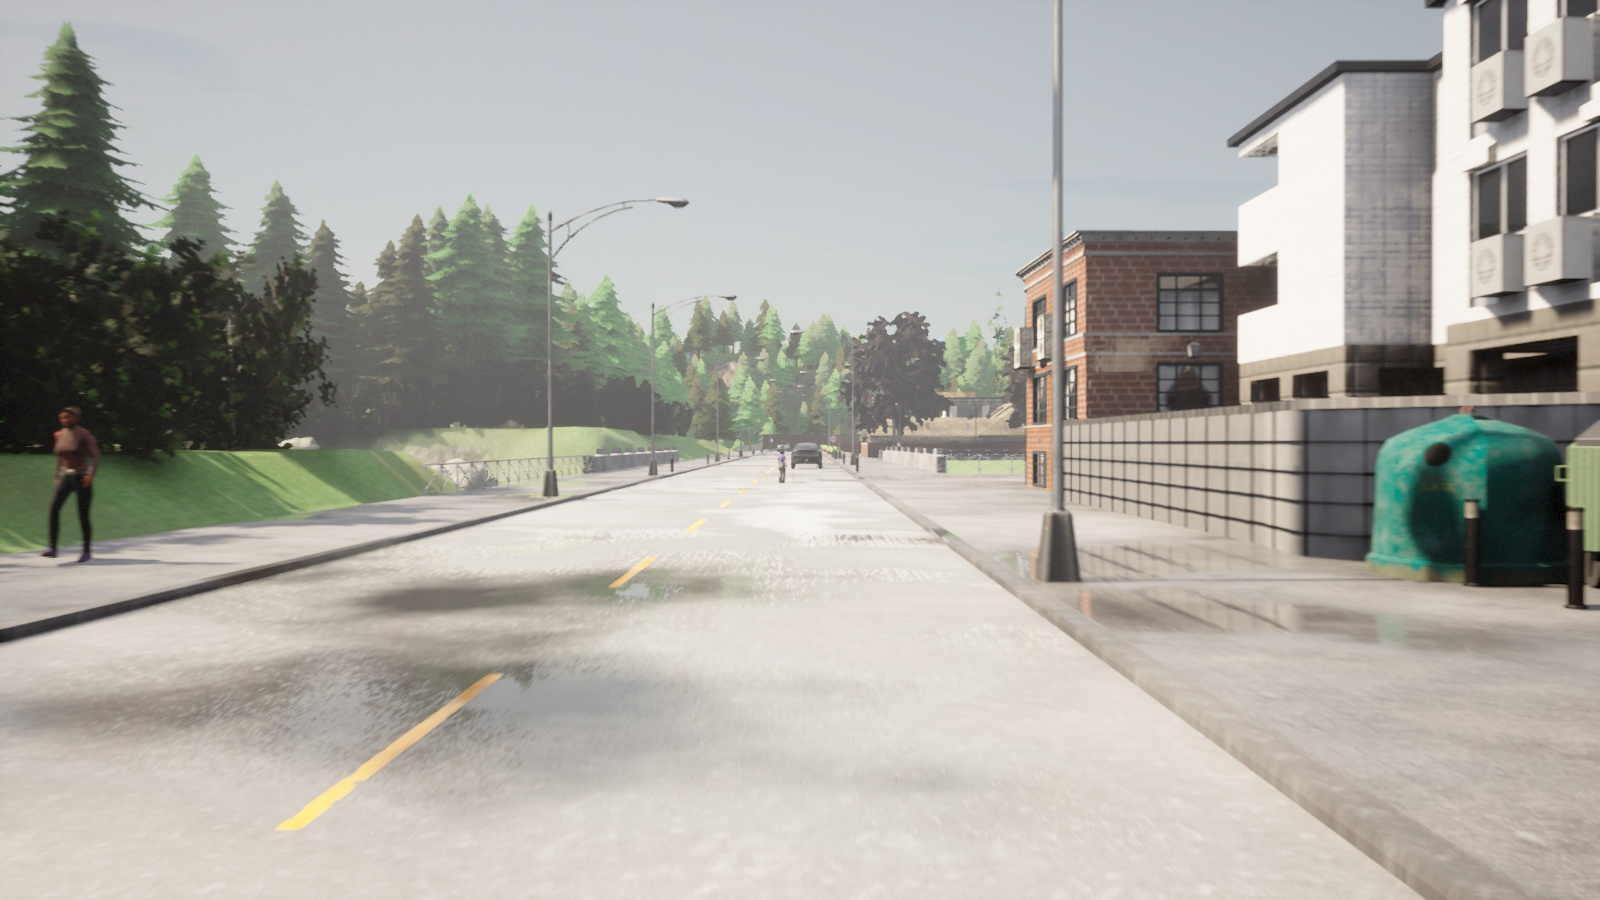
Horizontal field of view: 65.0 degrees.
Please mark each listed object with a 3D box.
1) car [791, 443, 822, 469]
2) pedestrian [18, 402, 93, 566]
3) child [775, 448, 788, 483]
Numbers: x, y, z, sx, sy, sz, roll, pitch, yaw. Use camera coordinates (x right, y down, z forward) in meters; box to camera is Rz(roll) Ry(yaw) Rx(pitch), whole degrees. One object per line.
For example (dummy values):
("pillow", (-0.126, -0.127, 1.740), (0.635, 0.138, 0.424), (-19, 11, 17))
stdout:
("car", (0.402, 0.333, 75.603), (1.837, 1.490, 4.892), (0, 0, 0))
("pedestrian", (-8.404, 0.370, 14.193), (0.328, 1.805, 0.869), (0, 0, 0))
("child", (-0.674, 0.571, 46.048), (0.270, 1.263, 0.437), (0, 0, 41))
